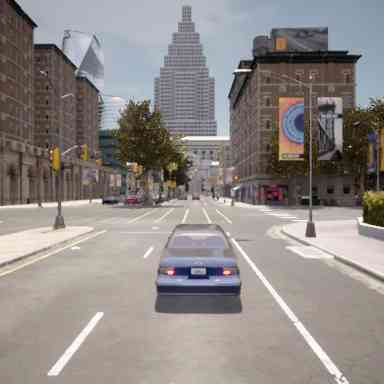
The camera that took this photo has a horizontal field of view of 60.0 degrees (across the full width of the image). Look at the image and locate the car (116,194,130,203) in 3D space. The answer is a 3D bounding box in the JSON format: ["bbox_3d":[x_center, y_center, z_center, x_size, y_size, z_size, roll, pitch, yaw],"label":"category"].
[{"bbox_3d":[-14.189,1.350,68.642,2.097,1.767,4.553,0,0,1],"label":"car"}]

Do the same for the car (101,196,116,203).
[{"bbox_3d":[-17.426,1.590,69.687,1.895,1.301,4.718,0,0,1],"label":"car"}]

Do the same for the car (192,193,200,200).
[{"bbox_3d":[1.069,1.343,89.882,2.097,1.767,4.553,0,0,1],"label":"car"}]

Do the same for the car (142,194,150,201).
[{"bbox_3d":[-10.678,1.495,69.514,1.837,1.490,4.892,0,0,1],"label":"car"}]

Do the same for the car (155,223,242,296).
[{"bbox_3d":[0.166,1.547,8.803,2.033,1.411,5.357,0,0,1],"label":"car"}]

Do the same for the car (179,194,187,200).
[{"bbox_3d":[-2.436,1.533,89.523,2.033,1.411,5.357,0,0,1],"label":"car"}]

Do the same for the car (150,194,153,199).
[{"bbox_3d":[-10.558,1.350,79.503,2.097,1.767,4.553,0,0,1],"label":"car"}]

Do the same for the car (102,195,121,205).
[{"bbox_3d":[-14.384,1.597,58.535,1.895,1.301,4.718,0,0,1],"label":"car"}]

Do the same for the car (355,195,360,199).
[{"bbox_3d":[35.282,1.476,70.446,2.231,1.521,4.892,0,0,1],"label":"car"}]

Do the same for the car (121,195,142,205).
[{"bbox_3d":[-10.866,1.473,59.719,1.882,1.535,5.008,0,0,1],"label":"car"}]

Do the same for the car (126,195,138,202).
[{"bbox_3d":[-14.067,1.472,78.741,1.882,1.535,5.008,0,0,1],"label":"car"}]
